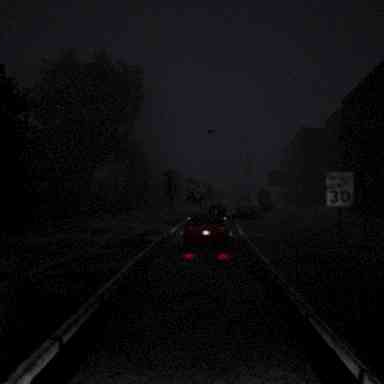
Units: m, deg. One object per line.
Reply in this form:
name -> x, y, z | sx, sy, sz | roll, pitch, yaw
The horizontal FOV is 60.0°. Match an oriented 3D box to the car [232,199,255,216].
car -> 6.439, 1.942, 41.245 | 2.163, 1.488, 4.792 | 0, -1, 8

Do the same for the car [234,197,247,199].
car -> 10.417, 2.037, 68.685 | 2.435, 2.045, 5.566 | 0, -1, 8

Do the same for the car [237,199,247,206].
car -> 12.003, 2.432, 79.624 | 2.231, 1.521, 4.892 | 0, -1, 8

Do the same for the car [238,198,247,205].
car -> 12.795, 2.377, 85.095 | 2.185, 1.767, 4.553 | 1, -1, 8

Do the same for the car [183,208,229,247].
car -> 0.697, 1.655, 15.603 | 1.994, 1.385, 4.181 | 0, -1, 3

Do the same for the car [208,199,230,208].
car -> 2.750, 1.849, 35.836 | 2.128, 1.511, 4.902 | 0, -1, 7
